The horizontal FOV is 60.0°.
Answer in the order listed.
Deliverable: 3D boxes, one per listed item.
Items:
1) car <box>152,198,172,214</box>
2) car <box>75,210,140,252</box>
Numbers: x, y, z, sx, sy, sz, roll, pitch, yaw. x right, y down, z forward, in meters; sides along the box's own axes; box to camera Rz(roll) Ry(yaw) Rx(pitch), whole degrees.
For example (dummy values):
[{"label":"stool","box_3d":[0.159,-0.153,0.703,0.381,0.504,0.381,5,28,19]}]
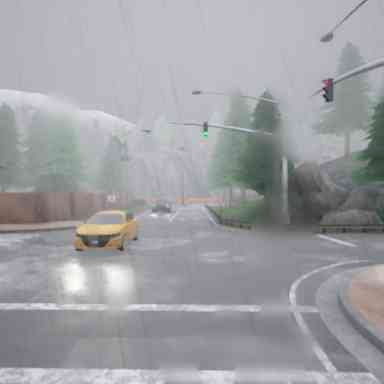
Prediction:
[{"label":"car","box_3d":[-3.530,1.578,39.476,2.097,1.767,4.553,0,0,0]},{"label":"car","box_3d":[-3.510,1.557,14.511,1.882,1.535,5.008,0,0,0]}]
